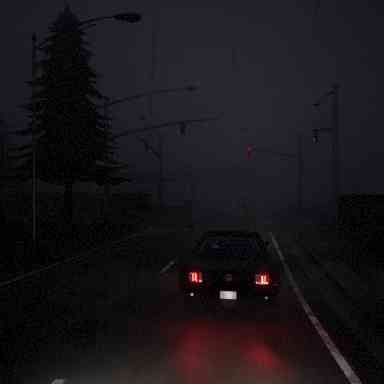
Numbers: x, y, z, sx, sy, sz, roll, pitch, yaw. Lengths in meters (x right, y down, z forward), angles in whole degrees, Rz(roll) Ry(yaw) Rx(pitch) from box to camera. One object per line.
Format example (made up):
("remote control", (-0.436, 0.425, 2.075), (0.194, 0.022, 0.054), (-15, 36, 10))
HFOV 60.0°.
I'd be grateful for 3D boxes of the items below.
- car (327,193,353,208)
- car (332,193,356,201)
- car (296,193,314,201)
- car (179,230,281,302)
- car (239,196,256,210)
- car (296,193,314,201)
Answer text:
("car", (20.189, 1.330, 43.026), (5.027, 1.636, 2.152), (0, 0, 10))
("car", (34.415, 1.097, 75.350), (4.605, 1.855, 1.932), (0, 0, 10))
("car", (26.057, 1.361, 76.777), (3.806, 1.475, 1.970), (0, 0, 10))
("car", (0.979, 1.601, 8.289), (1.895, 1.301, 4.718), (0, 0, 8))
("car", (7.177, 1.352, 43.231), (2.097, 1.767, 4.553), (0, 0, 10))
("car", (27.233, 1.077, 79.946), (3.866, 1.878, 1.905), (0, 0, 10))
